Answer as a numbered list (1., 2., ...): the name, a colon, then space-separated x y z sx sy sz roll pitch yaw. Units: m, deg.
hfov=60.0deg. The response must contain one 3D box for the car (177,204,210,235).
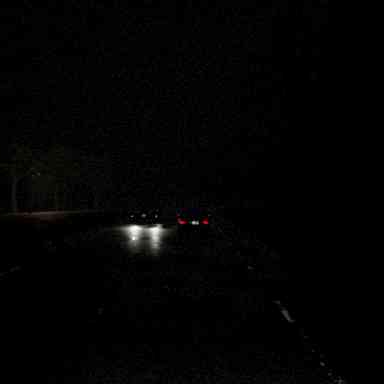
1. car: 0.098 1.666 19.710 2.033 1.411 5.357 0 -1 0

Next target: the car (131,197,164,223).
1. car: -3.603 1.440 27.662 2.150 2.045 5.566 0 -1 0
